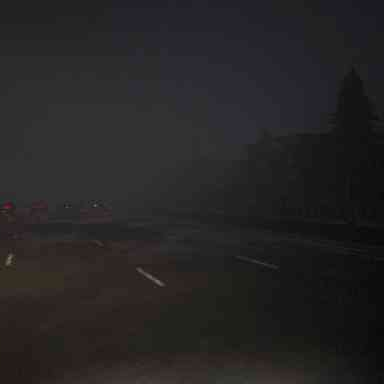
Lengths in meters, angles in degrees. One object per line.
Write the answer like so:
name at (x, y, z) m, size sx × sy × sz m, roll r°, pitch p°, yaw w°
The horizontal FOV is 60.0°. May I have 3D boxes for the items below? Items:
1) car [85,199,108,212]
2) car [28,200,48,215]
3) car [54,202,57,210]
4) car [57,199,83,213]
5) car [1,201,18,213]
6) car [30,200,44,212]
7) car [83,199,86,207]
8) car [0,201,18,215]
car at (-12.448, 1.790, 43.799) m, size 1.812 × 1.442 × 4.674 m, roll -1°, pitch 0°, yaw -25°
car at (-18.571, 1.905, 40.382) m, size 2.128 × 1.511 × 4.902 m, roll -1°, pitch 0°, yaw -26°
car at (-20.072, 1.988, 51.217) m, size 2.033 × 1.411 × 5.357 m, roll -1°, pitch 0°, yaw -26°
car at (-15.429, 1.885, 41.923) m, size 2.033 × 1.411 × 5.357 m, roll -1°, pitch 0°, yaw -26°
car at (-26.347, 2.098, 48.118) m, size 1.837 × 1.490 × 4.892 m, roll -1°, pitch 0°, yaw -26°
car at (-23.210, 2.022, 49.667) m, size 1.837 × 1.490 × 4.892 m, roll -1°, pitch 0°, yaw -26°
car at (-16.935, 1.870, 52.767) m, size 1.837 × 1.490 × 4.892 m, roll -1°, pitch 0°, yaw -26°
car at (-21.762, 1.982, 38.943) m, size 2.128 × 1.511 × 4.902 m, roll -1°, pitch 0°, yaw -26°
